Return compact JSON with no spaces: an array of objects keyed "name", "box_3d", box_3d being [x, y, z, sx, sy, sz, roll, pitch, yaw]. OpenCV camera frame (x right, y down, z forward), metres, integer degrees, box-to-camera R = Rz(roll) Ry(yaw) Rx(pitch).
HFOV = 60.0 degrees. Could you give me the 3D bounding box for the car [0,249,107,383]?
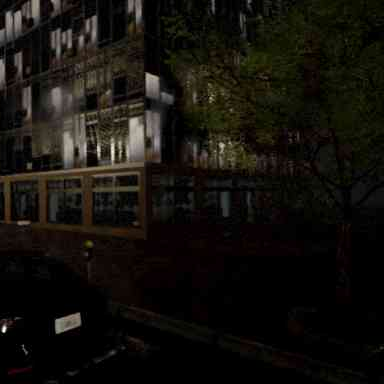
[{"name":"car","box_3d":[-3.132,1.556,5.089,4.313,1.339,1.947,0,-1,36]}]
